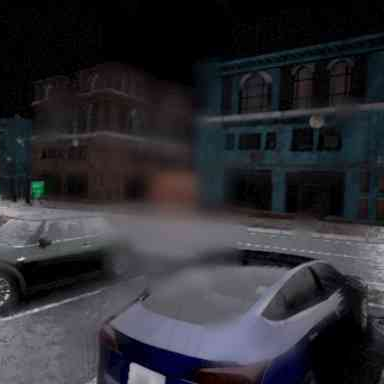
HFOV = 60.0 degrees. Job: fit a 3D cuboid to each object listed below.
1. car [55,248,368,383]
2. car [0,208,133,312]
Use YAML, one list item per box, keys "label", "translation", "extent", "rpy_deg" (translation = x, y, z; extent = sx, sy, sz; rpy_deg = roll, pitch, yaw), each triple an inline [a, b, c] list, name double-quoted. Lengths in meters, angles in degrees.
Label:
- label: "car"
  translation: [1.003, 1.504, 4.467]
  extent: [2.163, 1.488, 4.792]
  rpy_deg: [1, 0, 36]
- label: "car"
  translation: [-3.539, 1.299, 7.710]
  extent: [2.185, 1.767, 4.553]
  rpy_deg: [1, 1, 36]
